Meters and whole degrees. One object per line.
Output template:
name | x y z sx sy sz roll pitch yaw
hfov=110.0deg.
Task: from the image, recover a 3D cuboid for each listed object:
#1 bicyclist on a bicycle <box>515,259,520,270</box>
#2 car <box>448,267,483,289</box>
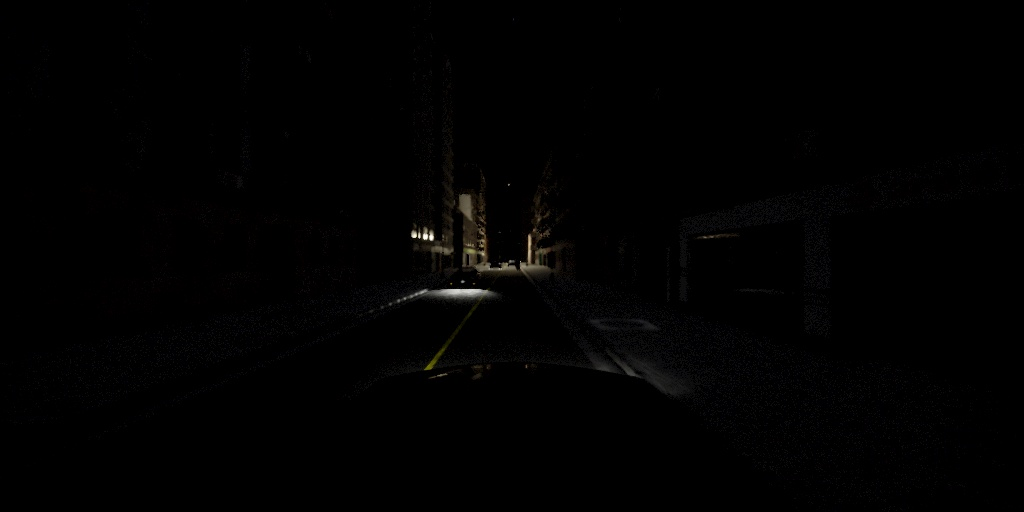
bicyclist on a bicycle | 0.830 1.367 49.092 0.659 1.776 1.843 0 0 0
car | -3.096 1.432 24.469 1.994 1.385 4.181 0 0 0
